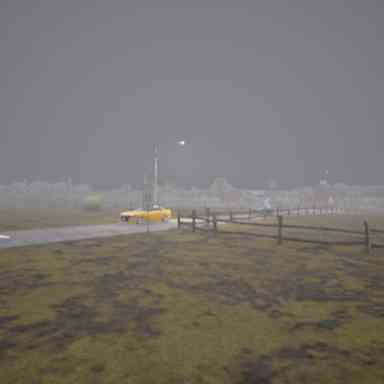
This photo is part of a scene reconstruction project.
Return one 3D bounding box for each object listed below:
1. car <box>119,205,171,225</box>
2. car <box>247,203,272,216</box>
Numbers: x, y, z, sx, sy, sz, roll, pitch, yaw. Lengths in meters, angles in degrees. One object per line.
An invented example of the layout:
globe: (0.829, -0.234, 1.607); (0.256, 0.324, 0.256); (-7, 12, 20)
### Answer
car: (-3.816, 1.868, 27.682); (1.882, 1.535, 5.008); (0, -2, 35)
car: (9.459, 2.302, 46.267); (2.097, 1.767, 4.553); (0, -2, 36)
